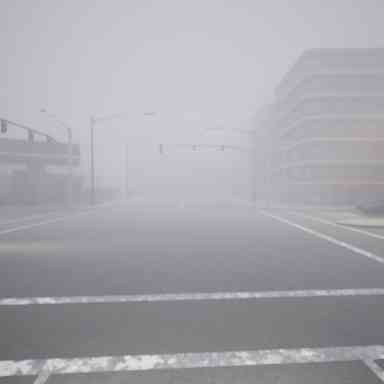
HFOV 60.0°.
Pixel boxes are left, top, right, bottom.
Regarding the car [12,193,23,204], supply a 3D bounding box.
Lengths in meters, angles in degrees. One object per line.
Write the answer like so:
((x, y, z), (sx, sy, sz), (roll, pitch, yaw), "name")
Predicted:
((-24.027, 0.829, 42.950), (3.806, 1.475, 1.970), (0, 1, 1), "car")

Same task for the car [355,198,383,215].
((16.367, 1.149, 27.275), (5.357, 1.411, 2.033), (0, 1, 0), "car")

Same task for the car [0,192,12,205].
((-23.310, 0.752, 37.197), (4.611, 1.667, 2.242), (0, 1, 1), "car")
